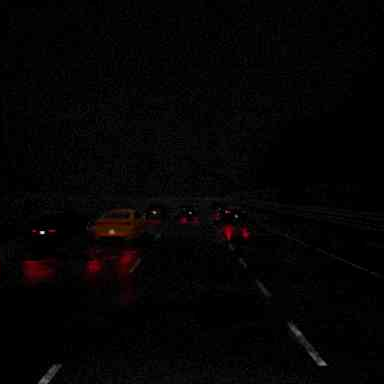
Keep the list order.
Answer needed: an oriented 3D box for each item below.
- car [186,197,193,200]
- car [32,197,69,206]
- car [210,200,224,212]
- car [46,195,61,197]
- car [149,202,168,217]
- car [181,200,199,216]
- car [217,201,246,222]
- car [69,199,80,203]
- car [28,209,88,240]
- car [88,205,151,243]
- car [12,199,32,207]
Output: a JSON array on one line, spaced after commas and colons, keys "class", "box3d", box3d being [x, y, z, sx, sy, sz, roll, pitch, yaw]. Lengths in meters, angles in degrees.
[{"class": "car", "box3d": [-0.421, 2.309, 86.421, 1.837, 1.490, 4.892, 0, -1, 0]}, {"class": "car", "box3d": [-17.799, 1.763, 42.118, 1.882, 1.535, 5.008, 0, 0, 0]}, {"class": "car", "box3d": [3.390, 1.788, 42.493, 1.837, 1.490, 4.892, 0, 0, 0]}, {"class": "car", "box3d": [-24.834, 1.611, 58.879, 2.150, 2.045, 5.566, 0, 0, 0]}, {"class": "car", "box3d": [-3.570, 1.752, 34.274, 1.837, 1.490, 4.892, 0, -1, 0]}, {"class": "car", "box3d": [-0.180, 1.859, 36.471, 1.895, 1.301, 4.718, 0, 0, 0]}, {"class": "car", "box3d": [3.459, 1.745, 28.297, 1.812, 1.442, 4.674, 0, -1, 0]}, {"class": "car", "box3d": [-21.344, 1.959, 59.365, 1.994, 1.385, 4.181, 0, -1, 0]}, {"class": "car", "box3d": [-6.992, 1.659, 17.960, 1.837, 1.490, 4.892, 0, -1, 0]}, {"class": "car", "box3d": [-3.486, 1.624, 16.929, 1.882, 1.535, 5.008, 0, -1, 0]}, {"class": "car", "box3d": [-28.334, 1.844, 55.959, 1.882, 1.535, 5.008, 0, 0, 0]}]
